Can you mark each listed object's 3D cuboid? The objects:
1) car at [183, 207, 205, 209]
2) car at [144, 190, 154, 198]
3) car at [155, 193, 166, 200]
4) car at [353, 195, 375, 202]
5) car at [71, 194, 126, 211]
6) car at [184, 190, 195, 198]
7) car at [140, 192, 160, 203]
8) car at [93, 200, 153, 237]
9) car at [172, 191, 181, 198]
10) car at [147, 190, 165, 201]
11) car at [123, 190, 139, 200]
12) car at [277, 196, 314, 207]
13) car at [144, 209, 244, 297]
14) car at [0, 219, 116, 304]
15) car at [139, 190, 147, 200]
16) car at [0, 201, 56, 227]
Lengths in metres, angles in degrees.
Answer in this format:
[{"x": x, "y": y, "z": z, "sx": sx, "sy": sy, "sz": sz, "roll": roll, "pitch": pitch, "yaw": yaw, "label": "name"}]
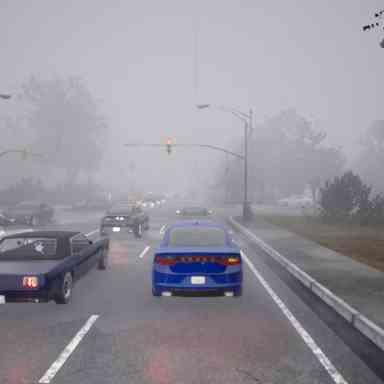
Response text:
[{"x": 0.123, "y": 1.459, "z": 17.549, "sx": 1.994, "sy": 1.385, "sz": 4.181, "roll": 0, "pitch": 0, "yaw": 0, "label": "car"}, {"x": -10.806, "y": 0.445, "z": 84.255, "sx": 2.150, "sy": 2.045, "sz": 5.566, "roll": 0, "pitch": 1, "yaw": -3, "label": "car"}, {"x": -6.997, "y": 0.957, "z": 74.320, "sx": 1.895, "sy": 1.301, "sz": 4.718, "roll": 0, "pitch": 1, "yaw": -1, "label": "car"}, {"x": 22.471, "y": 1.175, "z": 43.309, "sx": 4.892, "sy": 1.490, "sz": 1.837, "roll": 0, "pitch": 1, "yaw": -3, "label": "car"}, {"x": -10.363, "y": 1.278, "z": 36.374, "sx": 5.357, "sy": 1.411, "sz": 2.033, "roll": 0, "pitch": 1, "yaw": -29, "label": "car"}, {"x": -0.354, "y": 0.419, "z": 85.440, "sx": 2.150, "sy": 2.045, "sz": 5.566, "roll": 0, "pitch": 1, "yaw": -4, "label": "car"}, {"x": -7.016, "y": 1.127, "z": 55.487, "sx": 1.994, "sy": 1.385, "sz": 4.181, "roll": 0, "pitch": 1, "yaw": 0, "label": "car"}, {"x": -3.376, "y": 1.402, "z": 17.272, "sx": 1.837, "sy": 1.490, "sz": 4.892, "roll": 0, "pitch": 0, "yaw": 0, "label": "car"}, {"x": -3.851, "y": 0.737, "z": 85.305, "sx": 2.033, "sy": 1.411, "sz": 5.357, "roll": 0, "pitch": 1, "yaw": -4, "label": "car"}, {"x": -6.976, "y": 0.956, "z": 64.295, "sx": 1.882, "sy": 1.535, "sz": 5.008, "roll": 0, "pitch": 1, "yaw": 0, "label": "car"}, {"x": -10.545, "y": 0.930, "z": 53.876, "sx": 2.097, "sy": 1.767, "sz": 4.553, "roll": 0, "pitch": 0, "yaw": 1, "label": "car"}, {"x": 13.283, "y": 1.200, "z": 42.801, "sx": 4.674, "sy": 1.442, "sz": 1.812, "roll": 0, "pitch": 1, "yaw": -3, "label": "car"}, {"x": 0.113, "y": 1.446, "z": 8.567, "sx": 1.882, "sy": 1.535, "sz": 5.008, "roll": 0, "pitch": 0, "yaw": 0, "label": "car"}, {"x": -3.388, "y": 1.573, "z": 8.020, "sx": 1.895, "sy": 1.301, "sz": 4.718, "roll": 0, "pitch": 0, "yaw": 0, "label": "car"}, {"x": -10.474, "y": 0.709, "z": 63.460, "sx": 2.150, "sy": 2.045, "sz": 5.566, "roll": 0, "pitch": 1, "yaw": 0, "label": "car"}, {"x": -10.386, "y": 1.366, "z": 21.454, "sx": 1.837, "sy": 1.490, "sz": 4.892, "roll": 2, "pitch": 0, "yaw": -3, "label": "car"}]
